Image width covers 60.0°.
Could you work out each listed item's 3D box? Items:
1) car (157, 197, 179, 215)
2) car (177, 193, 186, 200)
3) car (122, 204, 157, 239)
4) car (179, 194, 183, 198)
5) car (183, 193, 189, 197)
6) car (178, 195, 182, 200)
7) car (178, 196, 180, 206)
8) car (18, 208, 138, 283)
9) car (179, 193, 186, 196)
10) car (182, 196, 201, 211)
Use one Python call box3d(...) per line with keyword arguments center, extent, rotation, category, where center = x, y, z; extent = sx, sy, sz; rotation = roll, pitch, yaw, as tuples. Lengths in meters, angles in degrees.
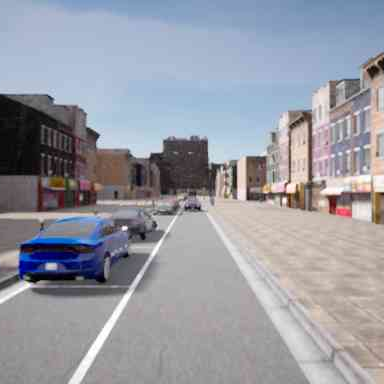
box3d(center=(-2.630, 1.446, 31.862), extent=(2.008, 1.369, 4.403), rotation=(0, 0, 0), category="car")
box3d(center=(-2.626, 1.175, 85.745), extent=(2.192, 1.841, 5.009), rotation=(0, 0, 0), category="car")
box3d(center=(-3.022, 1.461, 16.609), extent=(1.812, 1.442, 4.674), rotation=(0, 0, 0), category="car")
box3d(center=(-2.629, 1.395, 48.174), extent=(1.752, 1.417, 4.829), rotation=(0, 0, 0), category="car")
box3d(center=(0.010, 1.373, 50.434), extent=(1.837, 1.490, 4.892), rotation=(0, 0, 0), category="car")
box3d(center=(-2.629, 1.421, 42.851), extent=(1.887, 1.381, 4.507), rotation=(0, 0, 0), category="car")
box3d(center=(-2.630, 1.429, 37.356), extent=(1.887, 1.381, 4.507), rotation=(0, 0, 0), category="car")
box3d(center=(-3.014, 1.437, 9.608), extent=(1.882, 1.535, 5.008), rotation=(0, 0, 0), category="car")
box3d(center=(-2.627, 1.383, 80.132), extent=(1.752, 1.417, 4.829), rotation=(0, 0, 0), category="car")
box3d(center=(0.086, 1.484, 38.116), extent=(1.895, 1.301, 4.718), rotation=(0, 0, 0), category="car")
